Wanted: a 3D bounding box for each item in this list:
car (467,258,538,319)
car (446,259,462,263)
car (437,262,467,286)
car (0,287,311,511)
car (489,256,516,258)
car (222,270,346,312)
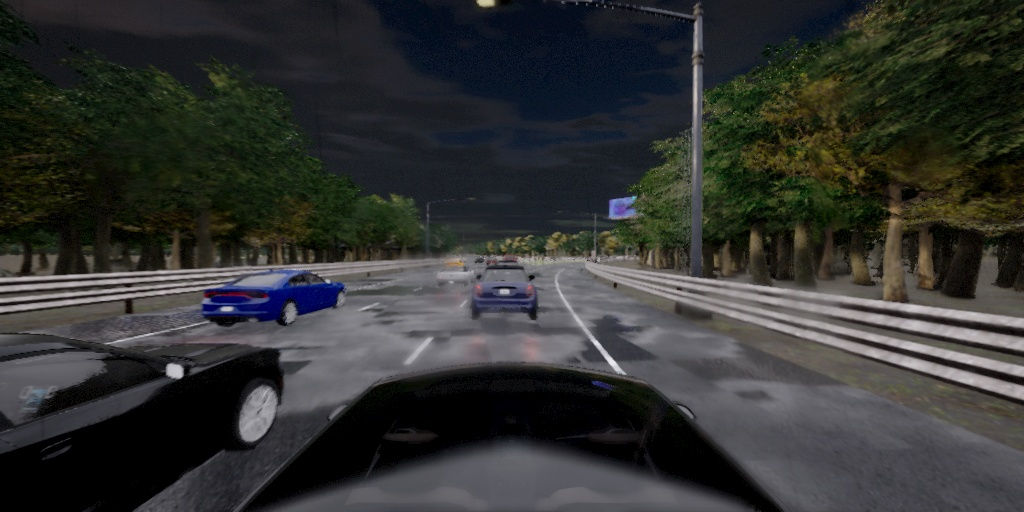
[{"bbox_3d":[-0.233,1.092,12.911,2.097,1.767,4.553,0,0,0],"label":"car"},{"bbox_3d":[-7.178,1.118,45.232,1.882,1.535,5.008,0,0,0],"label":"car"},{"bbox_3d":[-3.720,1.301,24.366,1.895,1.301,4.718,0,0,0],"label":"car"},{"bbox_3d":[-3.526,1.209,2.106,1.882,1.535,5.008,0,0,-1],"label":"car"},{"bbox_3d":[-0.264,1.070,24.406,2.097,1.767,4.553,0,0,0],"label":"car"},{"bbox_3d":[-7.151,1.183,11.454,1.882,1.535,5.008,0,0,0],"label":"car"}]
